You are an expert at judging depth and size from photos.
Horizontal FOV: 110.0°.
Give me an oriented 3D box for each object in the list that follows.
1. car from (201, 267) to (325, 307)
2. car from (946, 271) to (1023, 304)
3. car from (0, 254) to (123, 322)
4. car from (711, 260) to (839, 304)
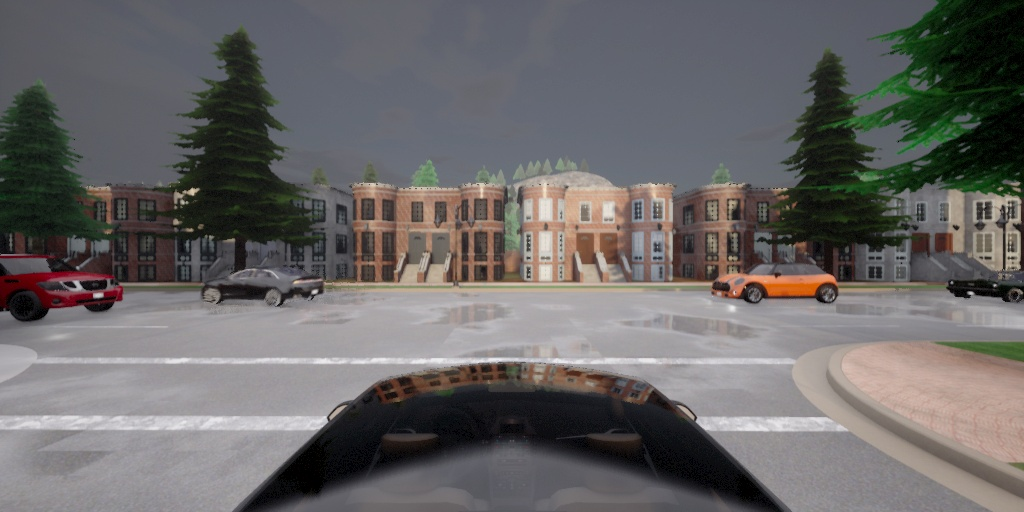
[{"bbox_3d":[-10.207,1.198,14.713,4.902,1.511,2.128,0,0,12],"label":"car"},{"bbox_3d":[22.152,1.306,15.592,4.718,1.301,1.895,0,0,0],"label":"car"},{"bbox_3d":[-16.269,0.933,11.677,5.566,2.045,2.150,0,0,-1],"label":"car"},{"bbox_3d":[11.204,1.057,15.533,4.553,1.767,2.097,0,0,0],"label":"car"}]
